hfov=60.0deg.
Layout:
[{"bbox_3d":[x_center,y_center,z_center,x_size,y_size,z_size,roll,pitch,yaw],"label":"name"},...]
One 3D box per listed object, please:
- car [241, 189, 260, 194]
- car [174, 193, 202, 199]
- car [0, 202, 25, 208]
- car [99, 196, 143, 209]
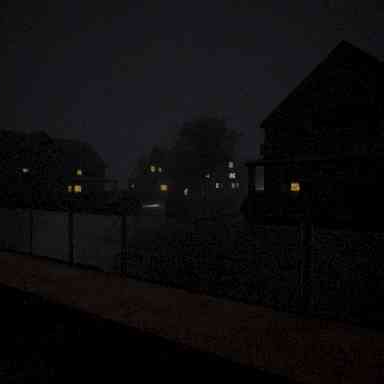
[{"bbox_3d":[9.121,0.332,50.260,1.882,1.535,5.008,1,2,36],"label":"car"},{"bbox_3d":[-0.318,0.781,37.227,1.994,1.385,4.181,1,2,37],"label":"car"},{"bbox_3d":[-12.100,1.295,20.743,1.895,1.301,4.718,1,2,34],"label":"car"},{"bbox_3d":[-6.263,1.021,28.941,1.994,1.385,4.181,1,2,37],"label":"car"}]
